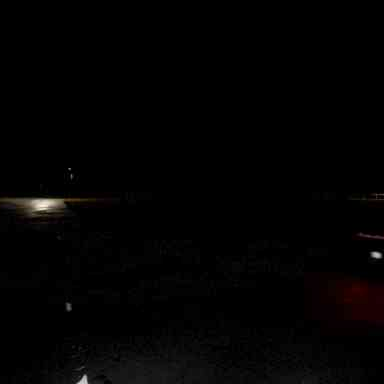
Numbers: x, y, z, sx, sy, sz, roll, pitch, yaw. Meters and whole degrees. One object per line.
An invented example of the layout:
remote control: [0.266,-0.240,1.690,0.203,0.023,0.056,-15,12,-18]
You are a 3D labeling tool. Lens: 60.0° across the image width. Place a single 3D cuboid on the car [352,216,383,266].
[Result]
car: [6.624,1.328,9.422,4.902,1.511,2.128,0,0,-31]
